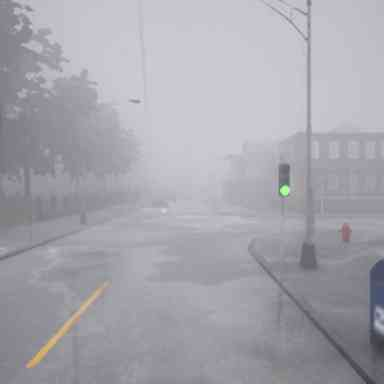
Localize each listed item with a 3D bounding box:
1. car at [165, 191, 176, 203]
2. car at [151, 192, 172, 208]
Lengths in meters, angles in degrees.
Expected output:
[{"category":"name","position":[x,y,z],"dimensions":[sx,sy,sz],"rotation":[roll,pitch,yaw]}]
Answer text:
[{"category":"car","position":[-3.989,0.779,58.441],"dimensions":[2.150,2.045,5.566],"rotation":[0,0,0]},{"category":"car","position":[-4.065,1.156,42.870],"dimensions":[1.882,1.535,5.008],"rotation":[0,0,0]}]
